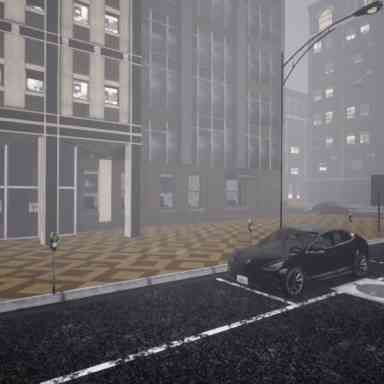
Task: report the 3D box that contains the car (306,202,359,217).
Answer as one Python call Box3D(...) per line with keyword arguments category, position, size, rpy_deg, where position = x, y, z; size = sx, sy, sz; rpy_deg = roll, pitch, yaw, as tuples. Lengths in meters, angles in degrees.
Box3D(category="car", position=(12.956, 1.533, 30.287), size=(1.802, 1.307, 4.206), rpy_deg=(0, 0, -36))

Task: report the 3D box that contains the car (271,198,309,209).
Box3D(category="car", position=(13.059, 1.498, 44.513), size=(1.752, 1.417, 4.829), rpy_deg=(0, 0, -36))

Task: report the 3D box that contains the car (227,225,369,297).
Box3D(category="car", position=(2.888, 1.567, 8.621), size=(4.313, 1.339, 1.947), rpy_deg=(0, 0, -36))

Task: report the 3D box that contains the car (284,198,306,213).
Box3D(category="car", position=(9.754, 1.466, 34.749), size=(1.752, 1.417, 4.829), rpy_deg=(0, 0, -36))
